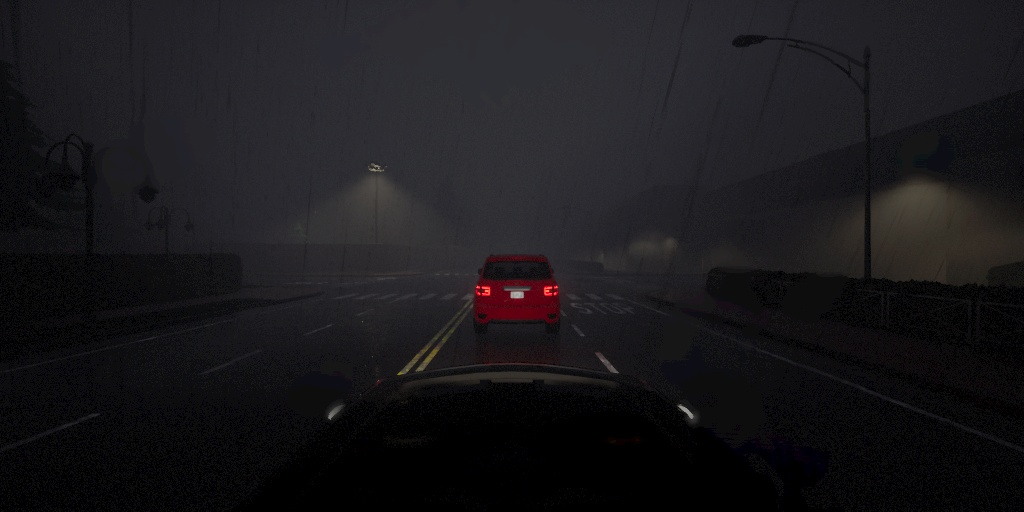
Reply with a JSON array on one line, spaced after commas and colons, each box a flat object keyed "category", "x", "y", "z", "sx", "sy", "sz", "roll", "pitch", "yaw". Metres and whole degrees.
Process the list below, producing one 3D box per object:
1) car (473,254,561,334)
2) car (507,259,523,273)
[{"category": "car", "x": 0.124, "y": 0.971, "z": 10.785, "sx": 2.150, "sy": 2.045, "sz": 5.566, "roll": 0, "pitch": 0, "yaw": 0}, {"category": "car", "x": 0.367, "y": 1.228, "z": 45.637, "sx": 1.882, "sy": 1.535, "sz": 5.008, "roll": 0, "pitch": 0, "yaw": 1}]
